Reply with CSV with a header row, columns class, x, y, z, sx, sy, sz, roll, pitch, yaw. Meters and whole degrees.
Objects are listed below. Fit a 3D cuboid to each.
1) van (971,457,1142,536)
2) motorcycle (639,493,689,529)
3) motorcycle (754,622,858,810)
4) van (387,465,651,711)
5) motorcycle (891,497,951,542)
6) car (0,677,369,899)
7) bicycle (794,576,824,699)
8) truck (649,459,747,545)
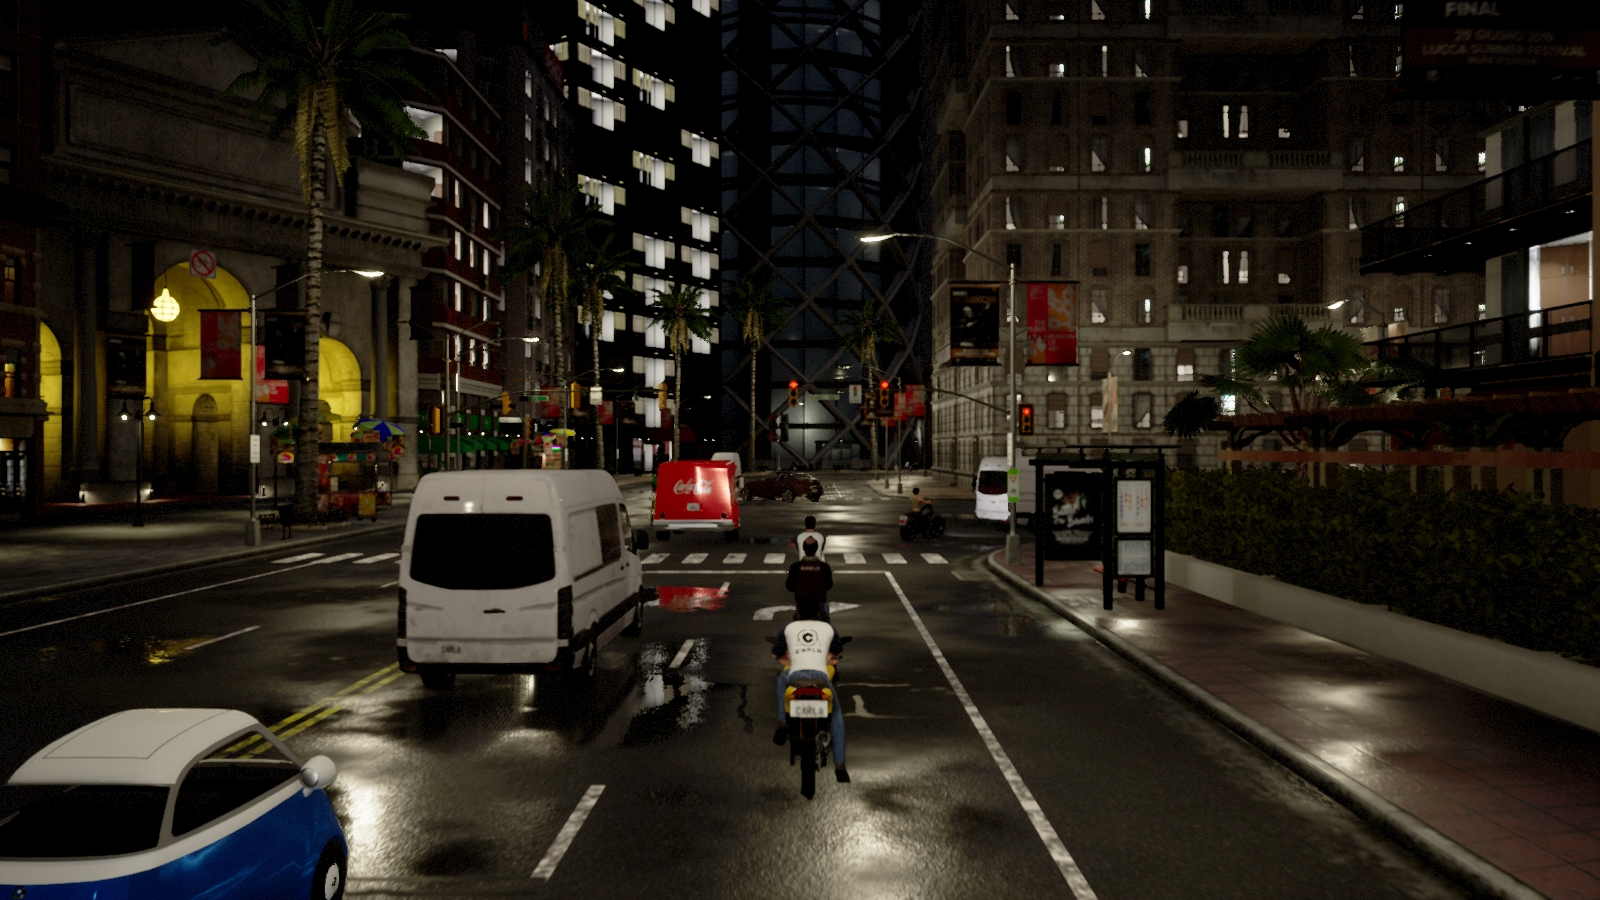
class,x,y,z,sx,sy,sz,roll,pitch,yaw
van,8.915,1.520,39.506,5.915,2.561,1.988,0,0,-29
motorcycle,-4.924,2.196,41.366,0.803,1.145,2.033,4,2,24
motorcycle,0.055,2.209,9.846,0.803,1.145,2.033,0,0,1
van,-3.413,1.528,15.259,1.988,2.561,5.915,0,0,1
motorcycle,3.827,2.156,35.877,0.764,1.277,2.356,0,0,37
car,-3.443,2.117,6.047,1.481,1.376,2.207,0,0,0
bicycle,0.110,2.204,13.762,0.329,1.171,1.835,0,0,0
truck,-3.142,1.562,36.516,2.627,2.467,5.204,0,1,1
